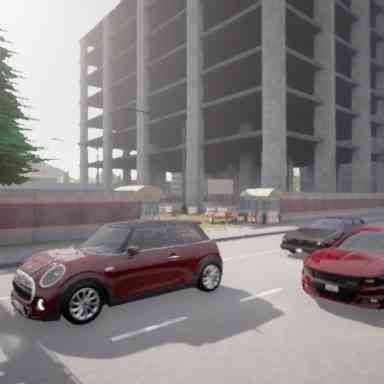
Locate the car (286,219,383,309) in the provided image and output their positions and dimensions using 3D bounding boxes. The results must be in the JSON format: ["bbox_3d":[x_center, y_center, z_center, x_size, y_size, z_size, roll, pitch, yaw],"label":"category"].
[{"bbox_3d":[4.570,1.566,7.925,5.008,1.535,1.882,0,-1,-40],"label":"car"}]

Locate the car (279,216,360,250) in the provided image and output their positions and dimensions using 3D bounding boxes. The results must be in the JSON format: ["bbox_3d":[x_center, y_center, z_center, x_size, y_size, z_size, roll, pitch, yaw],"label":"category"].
[{"bbox_3d":[5.841,1.701,13.541,5.357,1.411,2.033,0,-1,-40],"label":"car"}]

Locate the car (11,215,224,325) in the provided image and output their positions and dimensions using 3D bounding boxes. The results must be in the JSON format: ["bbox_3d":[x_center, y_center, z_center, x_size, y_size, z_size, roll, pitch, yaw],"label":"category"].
[{"bbox_3d":[-1.433,1.449,7.474,4.553,1.767,2.097,0,-1,-40],"label":"car"}]
